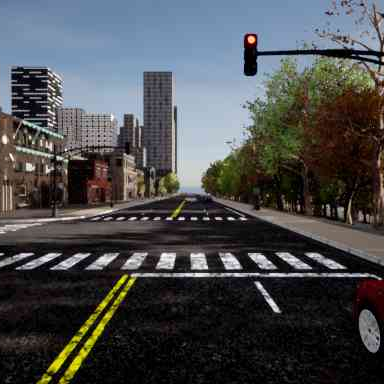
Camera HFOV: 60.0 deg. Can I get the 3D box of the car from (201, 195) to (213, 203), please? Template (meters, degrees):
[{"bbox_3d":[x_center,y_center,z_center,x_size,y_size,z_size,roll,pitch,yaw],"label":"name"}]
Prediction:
[{"bbox_3d":[3.196,1.522,65.807,2.033,1.411,5.357,0,0,0],"label":"car"}]

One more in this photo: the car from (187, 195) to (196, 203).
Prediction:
[{"bbox_3d":[-0.055,1.575,67.321,1.895,1.301,4.718,0,0,0],"label":"car"}]

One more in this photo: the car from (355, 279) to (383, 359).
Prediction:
[{"bbox_3d":[3.343,1.477,2.940,1.882,1.535,5.008,0,0,0],"label":"car"}]

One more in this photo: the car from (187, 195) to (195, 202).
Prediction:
[{"bbox_3d":[-0.178,1.468,77.360,1.837,1.490,4.892,0,0,0],"label":"car"}]

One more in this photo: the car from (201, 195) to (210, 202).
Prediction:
[{"bbox_3d":[3.076,1.469,76.301,1.837,1.490,4.892,0,0,0],"label":"car"}]
